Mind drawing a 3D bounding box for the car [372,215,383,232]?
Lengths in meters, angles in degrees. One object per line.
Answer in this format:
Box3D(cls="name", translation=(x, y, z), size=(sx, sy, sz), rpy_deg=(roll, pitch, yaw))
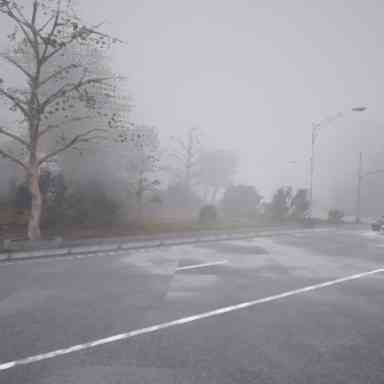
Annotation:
Box3D(cls="car", translation=(14.079, 2.033, 22.537), size=(4.674, 1.442, 1.812), rpy_deg=(3, -2, -35))
